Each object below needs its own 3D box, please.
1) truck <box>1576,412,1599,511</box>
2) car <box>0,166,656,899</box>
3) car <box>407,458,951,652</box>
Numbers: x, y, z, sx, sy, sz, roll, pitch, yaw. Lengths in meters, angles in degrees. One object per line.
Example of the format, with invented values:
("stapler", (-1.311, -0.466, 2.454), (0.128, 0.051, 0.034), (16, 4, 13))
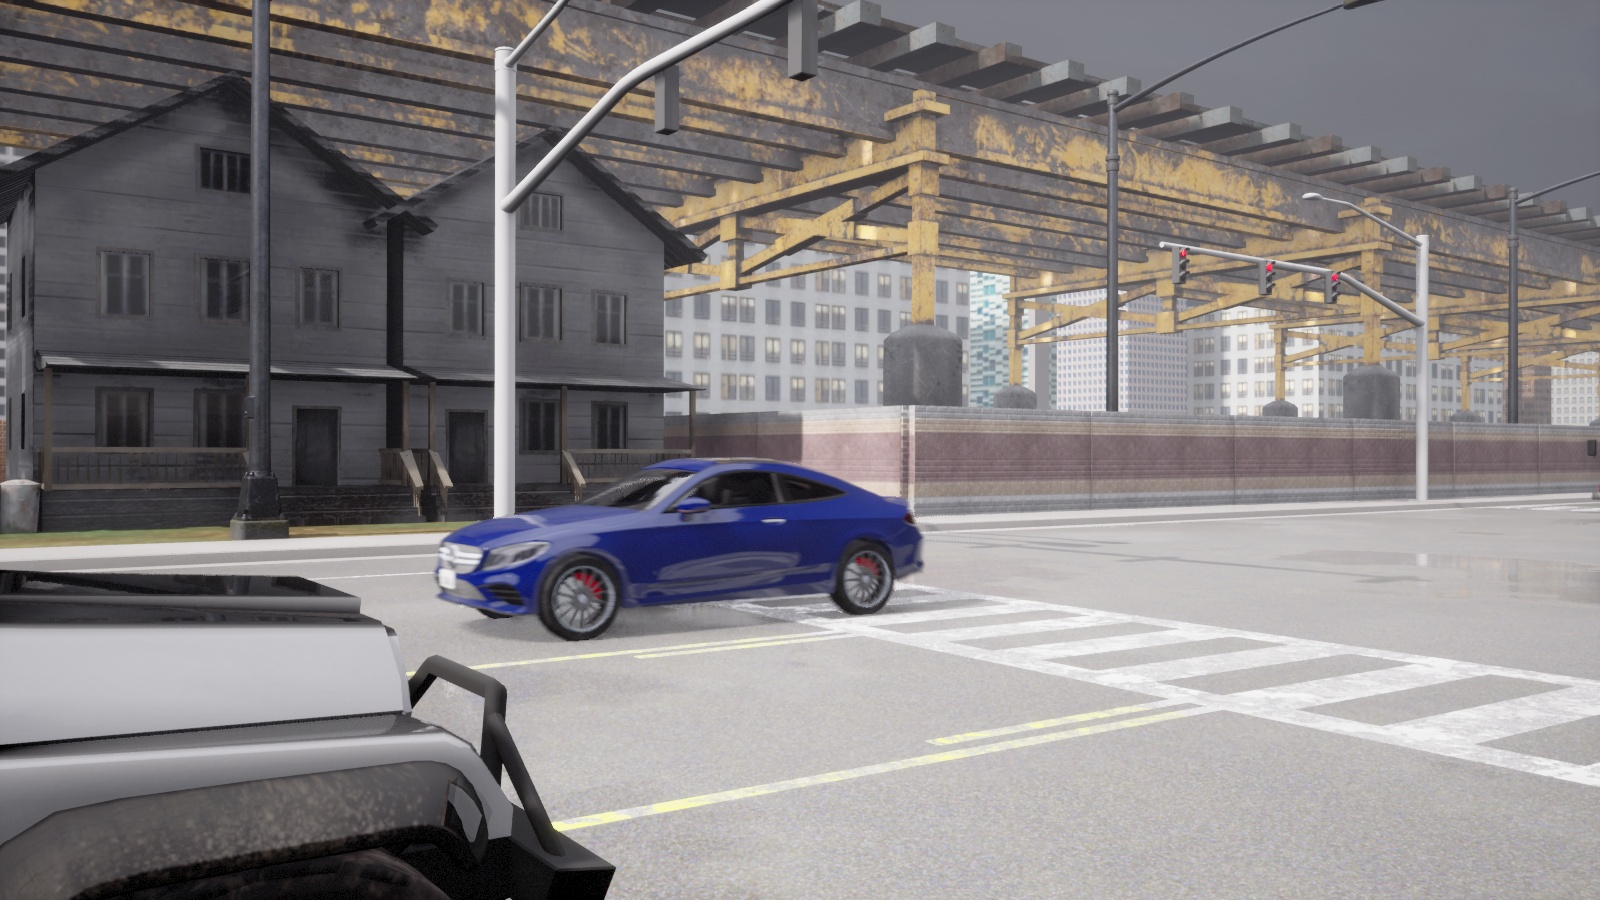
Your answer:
("truck", (22.459, 0.290, 32.076), (5.204, 2.467, 2.627), (0, 0, -35))
("car", (-2.398, 0.551, 1.999), (3.866, 1.878, 1.905), (0, 0, -34))
("car", (-0.979, 0.801, 11.504), (4.674, 1.442, 1.812), (0, 0, -35))
